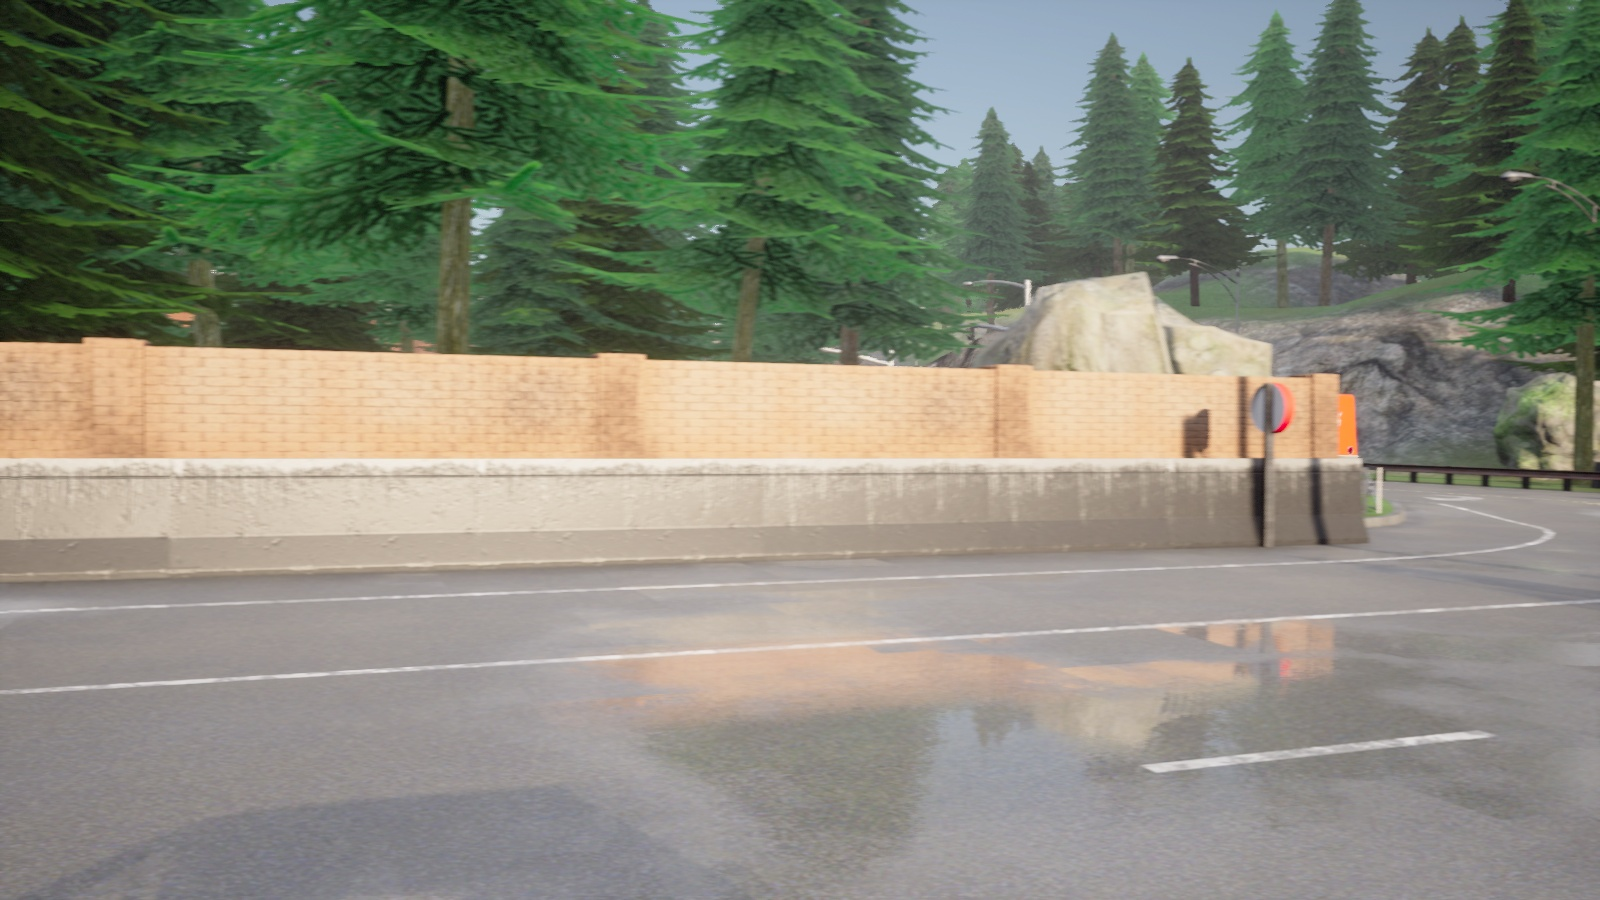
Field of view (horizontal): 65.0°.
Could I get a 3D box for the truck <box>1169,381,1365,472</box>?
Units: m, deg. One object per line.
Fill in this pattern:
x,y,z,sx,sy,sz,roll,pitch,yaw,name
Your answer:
13.583,-0.693,36.922,2.627,2.467,5.204,-1,1,-20,truck
